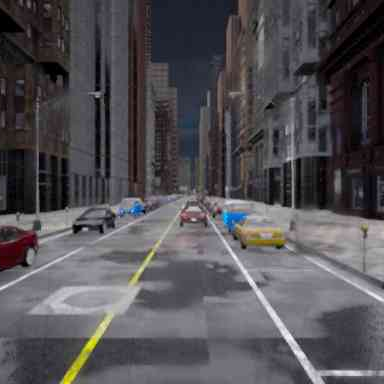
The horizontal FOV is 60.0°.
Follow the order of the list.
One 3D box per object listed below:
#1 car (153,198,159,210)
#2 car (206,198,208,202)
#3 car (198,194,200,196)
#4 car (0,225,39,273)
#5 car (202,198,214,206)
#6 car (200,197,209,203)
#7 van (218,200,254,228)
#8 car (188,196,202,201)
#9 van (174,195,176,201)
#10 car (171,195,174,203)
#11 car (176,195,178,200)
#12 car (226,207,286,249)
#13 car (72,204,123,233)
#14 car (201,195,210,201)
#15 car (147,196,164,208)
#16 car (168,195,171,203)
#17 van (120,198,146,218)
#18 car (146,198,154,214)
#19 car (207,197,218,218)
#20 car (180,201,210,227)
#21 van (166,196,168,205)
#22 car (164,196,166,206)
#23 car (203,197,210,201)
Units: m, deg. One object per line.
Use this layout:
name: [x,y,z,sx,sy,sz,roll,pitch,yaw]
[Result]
car: [-5.737,1.743,42.674,1.947,1.339,4.313,0,0,0]
car: [2.785,1.680,37.213,1.752,1.417,4.829,0,0,0]
car: [2.802,1.588,65.226,2.192,1.841,5.009,0,0,0]
car: [-5.759,1.580,8.854,1.887,1.381,4.507,0,0,0]
car: [2.799,1.815,59.588,1.947,1.339,4.313,0,0,0]
car: [2.810,1.887,76.497,1.947,1.339,4.313,0,0,0]
van: [2.773,1.423,20.135,1.690,1.788,3.998,0,0,0]
car: [0.130,1.695,46.115,1.837,1.490,4.892,0,-1,0]
van: [-5.708,1.711,87.768,1.690,1.788,3.998,0,0,0]
car: [-5.715,1.761,76.495,1.967,1.590,4.097,0,0,0]
car: [-5.704,1.919,93.234,1.752,1.417,4.829,0,0,0]
car: [2.770,1.585,14.668,1.752,1.417,4.829,0,0,0]
car: [-5.751,1.648,20.127,1.947,1.339,4.313,0,0,0]
car: [2.795,1.665,53.952,1.967,1.590,4.097,0,0,0]
car: [-5.734,1.516,48.311,2.192,1.841,5.009,0,0,0]
car: [-5.723,1.713,65.221,1.967,1.590,4.097,0,0,0]
van: [-5.745,1.471,31.402,1.690,1.788,3.998,0,0,0]
car: [-5.740,1.719,37.037,1.947,1.339,4.313,0,0,0]
car: [2.781,1.570,31.407,1.967,1.590,4.097,0,0,0]
car: [0.116,1.623,23.725,1.812,1.442,4.674,0,0,0]
van: [-5.727,1.590,59.585,1.690,1.788,3.998,0,0,0]
car: [-5.730,1.770,53.948,1.887,1.381,4.507,0,0,0]
car: [2.788,1.728,42.679,2.008,1.369,4.403,0,0,0]
